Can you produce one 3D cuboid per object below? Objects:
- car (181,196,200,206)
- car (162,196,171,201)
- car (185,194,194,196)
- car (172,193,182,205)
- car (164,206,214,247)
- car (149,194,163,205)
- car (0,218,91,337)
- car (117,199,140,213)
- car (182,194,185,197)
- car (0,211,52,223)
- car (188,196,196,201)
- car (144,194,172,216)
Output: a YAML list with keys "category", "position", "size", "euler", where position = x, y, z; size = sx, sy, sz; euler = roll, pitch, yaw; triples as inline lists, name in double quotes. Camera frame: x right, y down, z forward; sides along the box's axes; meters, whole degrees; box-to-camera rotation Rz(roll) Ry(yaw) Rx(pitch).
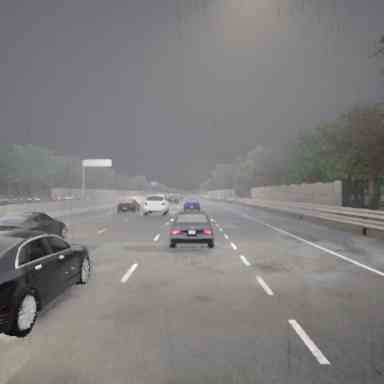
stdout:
- category: "car"
  position: [-0.001, 1.554, 39.757]
  size: [1.882, 1.535, 5.008]
  euler: [0, 0, 0]
- category: "car"
  position: [-7.003, 1.741, 90.822]
  size: [2.033, 1.411, 5.357]
  euler: [0, 0, 0]
- category: "car"
  position: [-0.003, 1.616, 66.944]
  size: [1.882, 1.535, 5.008]
  euler: [0, 0, 0]
- category: "car"
  position: [-3.501, 1.482, 63.500]
  size: [2.097, 1.767, 4.553]
  euler: [0, 0, 0]
- category: "car"
  position: [-0.003, 1.574, 15.100]
  size: [2.033, 1.411, 5.357]
  euler: [0, 0, 0]
- category: "car"
  position: [-7.002, 1.357, 65.345]
  size: [2.150, 2.045, 5.566]
  euler: [0, 0, 0]
- category: "car"
  position: [-3.500, 1.518, 6.642]
  size: [1.837, 1.490, 4.892]
  euler: [0, 0, 0]
- category: "car"
  position: [-7.002, 1.549, 37.257]
  size: [1.882, 1.535, 5.008]
  euler: [0, 0, 0]
- category: "car"
  position: [-3.502, 1.556, 90.758]
  size: [2.097, 1.767, 4.553]
  euler: [0, 0, 0]
- category: "car"
  position: [-6.999, 1.551, 14.304]
  size: [1.812, 1.442, 4.674]
  euler: [0, 0, 0]
- category: "car"
  position: [-0.002, 1.765, 95.026]
  size: [1.994, 1.385, 4.181]
  euler: [0, 0, 0]
- category: "car"
  position: [-3.504, 1.285, 33.883]
  size: [2.150, 2.045, 5.566]
  euler: [0, 0, 0]
